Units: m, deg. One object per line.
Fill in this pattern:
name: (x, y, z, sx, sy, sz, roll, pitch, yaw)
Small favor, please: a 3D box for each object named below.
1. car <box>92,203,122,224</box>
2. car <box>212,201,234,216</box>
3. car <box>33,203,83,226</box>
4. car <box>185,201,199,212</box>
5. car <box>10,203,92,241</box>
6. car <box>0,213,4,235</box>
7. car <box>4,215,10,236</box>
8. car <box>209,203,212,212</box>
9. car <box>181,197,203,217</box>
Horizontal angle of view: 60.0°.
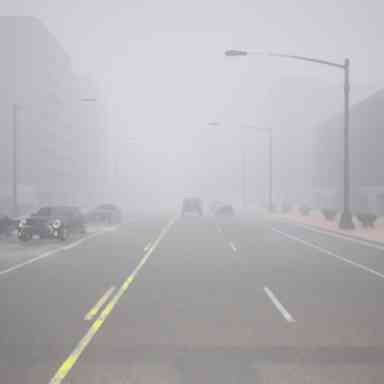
car: (-7.060, 1.710, 27.306, 1.882, 1.535, 5.008, 0, -1, 0)
car: (3.492, 1.859, 36.127, 1.812, 1.442, 4.674, 0, -1, 0)
car: (-10.557, 1.701, 26.669, 1.882, 1.535, 5.008, 0, -1, 0)
car: (-0.003, 2.015, 46.925, 1.994, 1.385, 4.181, 0, -1, 0)
car: (-7.061, 1.474, 17.265, 2.097, 1.767, 4.553, 0, -1, -1)
car: (-7.071, 1.263, 7.625, 2.150, 2.045, 5.566, 0, 0, 0)
car: (-10.566, 1.714, 16.524, 1.895, 1.301, 4.718, 0, -1, 0)
car: (3.491, 1.995, 46.464, 2.033, 1.411, 5.357, 0, -1, 0)
car: (-0.008, 1.549, 35.743, 2.150, 2.045, 5.566, 0, -1, 0)
